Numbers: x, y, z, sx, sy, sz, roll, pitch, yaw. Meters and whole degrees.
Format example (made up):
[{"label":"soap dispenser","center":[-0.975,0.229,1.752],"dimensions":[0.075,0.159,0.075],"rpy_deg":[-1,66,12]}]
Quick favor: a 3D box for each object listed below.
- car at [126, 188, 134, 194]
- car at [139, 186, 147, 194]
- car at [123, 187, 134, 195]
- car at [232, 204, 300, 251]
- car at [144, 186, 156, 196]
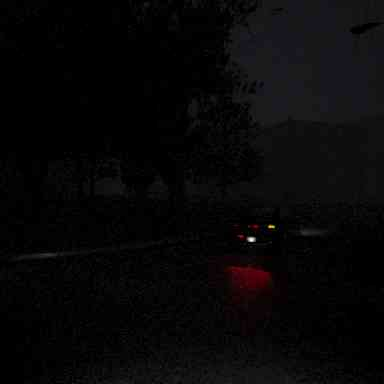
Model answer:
[{"label":"car","center":[-15.843,-0.197,85.098],"dimensions":[1.994,1.385,4.181],"rpy_deg":[0,0,-9]},{"label":"car","center":[-12.769,-0.502,86.459],"dimensions":[2.150,2.045,5.566],"rpy_deg":[0,0,-9]},{"label":"car","center":[-13.634,-0.314,71.360],"dimensions":[2.097,1.767,4.553],"rpy_deg":[0,0,-10]},{"label":"car","center":[3.052,1.256,13.217],"dimensions":[1.837,1.490,4.892],"rpy_deg":[0,2,26]},{"label":"car","center":[-7.705,-0.132,60.055],"dimensions":[1.837,1.490,4.892],"rpy_deg":[0,1,-15]}]
